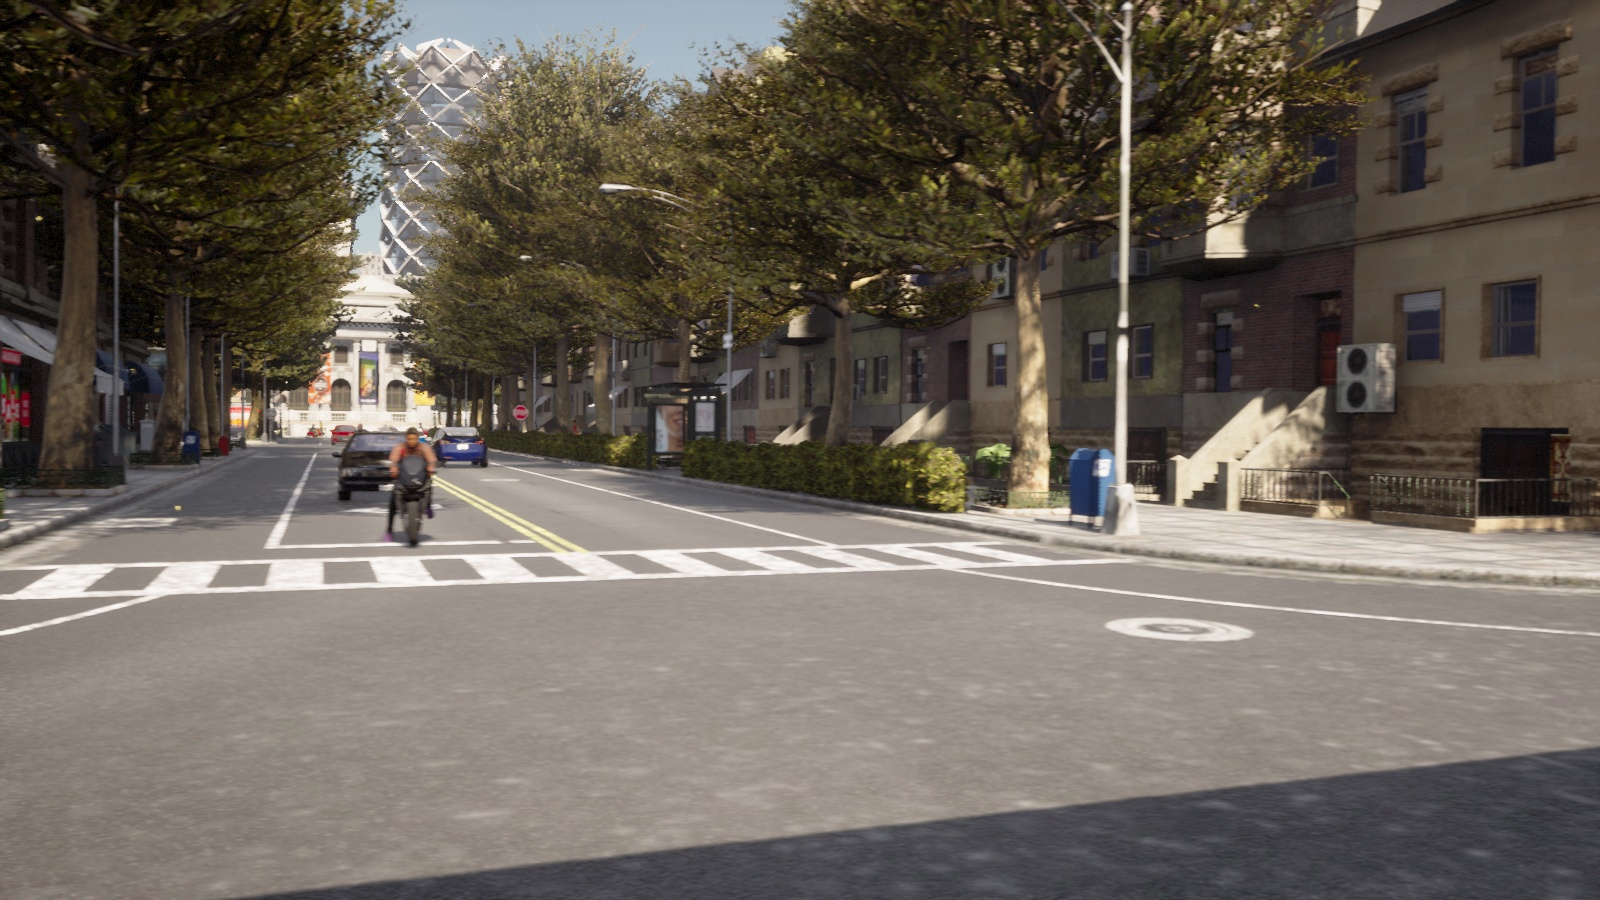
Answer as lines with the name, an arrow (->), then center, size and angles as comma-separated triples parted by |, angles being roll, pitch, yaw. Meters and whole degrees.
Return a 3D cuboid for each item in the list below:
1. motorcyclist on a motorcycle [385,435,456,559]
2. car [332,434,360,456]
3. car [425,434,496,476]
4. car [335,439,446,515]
motorcyclist on a motorcycle -> -5.020, 0.565, 16.544 | 0.797, 1.523, 2.044 | -1, 1, -19
car -> -33.300, -0.362, 92.060 | 1.882, 1.535, 5.008 | -1, 1, -20
car -> -13.058, 0.157, 48.072 | 2.163, 1.488, 4.792 | -1, 1, -21
car -> -8.955, 0.500, 27.178 | 2.033, 1.411, 5.357 | -1, 1, -21
